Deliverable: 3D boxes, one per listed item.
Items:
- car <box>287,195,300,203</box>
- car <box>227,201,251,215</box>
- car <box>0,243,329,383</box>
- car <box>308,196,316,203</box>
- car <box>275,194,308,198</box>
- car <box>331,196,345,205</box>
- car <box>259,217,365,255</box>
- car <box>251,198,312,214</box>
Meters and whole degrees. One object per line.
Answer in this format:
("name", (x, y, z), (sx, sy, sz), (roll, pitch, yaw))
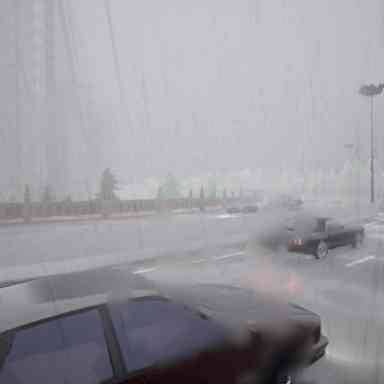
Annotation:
("car", (21.654, 1.466, 70.959), (2.097, 1.767, 4.553), (-1, 0, 10))
("car", (5.242, 1.560, 33.963), (1.994, 1.385, 4.181), (0, 0, 37))
("car", (-0.928, 1.553, 3.219), (5.357, 1.411, 2.033), (0, 0, -36))
("car", (25.220, 1.604, 71.145), (1.812, 1.442, 4.674), (-1, 0, 10))
("car", (9.559, 1.193, 33.842), (2.150, 2.045, 5.566), (0, 0, 36))
("car", (26.228, 1.469, 59.906), (1.882, 1.535, 5.008), (0, 0, 17))
("car", (4.618, 1.567, 12.330), (4.718, 1.301, 1.895), (0, 0, -42))
("car", (6.770, 1.457, 24.831), (2.128, 1.511, 4.902), (0, 0, 41))
